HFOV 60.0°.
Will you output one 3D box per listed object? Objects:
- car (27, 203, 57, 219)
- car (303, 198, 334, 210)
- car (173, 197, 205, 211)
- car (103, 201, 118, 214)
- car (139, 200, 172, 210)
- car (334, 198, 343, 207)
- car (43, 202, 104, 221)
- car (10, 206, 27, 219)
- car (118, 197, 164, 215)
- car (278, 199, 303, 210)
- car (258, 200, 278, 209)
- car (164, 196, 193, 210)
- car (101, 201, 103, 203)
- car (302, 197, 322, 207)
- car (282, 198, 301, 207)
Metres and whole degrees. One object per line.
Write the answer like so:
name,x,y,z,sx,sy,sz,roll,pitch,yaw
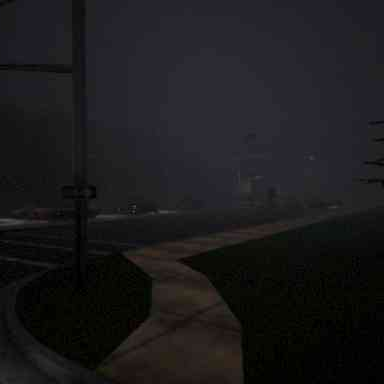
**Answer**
car,-13.661,1.883,33.914,1.882,1.535,5.008,-1,-1,35
car,17.447,1.654,45.825,2.128,1.511,4.902,-1,-1,36
car,0.051,1.852,47.371,2.128,1.511,4.902,-1,0,35
car,-7.979,1.629,42.039,2.150,2.045,5.566,-1,-1,35
car,-5.615,2.001,51.490,2.033,1.411,5.357,-1,-1,35
car,23.248,1.728,54.191,1.994,1.385,4.181,-1,-1,35
car,-11.116,1.960,31.451,1.895,1.301,4.718,-1,-1,35
car,-16.859,1.977,35.450,1.812,1.442,4.674,-1,-1,35
car,-5.914,1.712,38.878,2.097,1.767,4.553,-1,-1,35
car,14.600,1.686,47.861,1.882,1.535,5.008,-1,-1,35
car,11.764,1.856,49.910,1.895,1.301,4.718,-1,-1,36
car,-1.782,1.627,50.854,2.150,2.045,5.566,-1,0,35
car,-11.498,1.930,43.096,1.882,1.535,5.008,-1,-1,35
car,20.390,1.688,56.212,1.882,1.535,5.008,-1,-1,35
car,17.510,1.820,58.198,1.994,1.385,4.181,-1,-1,35
